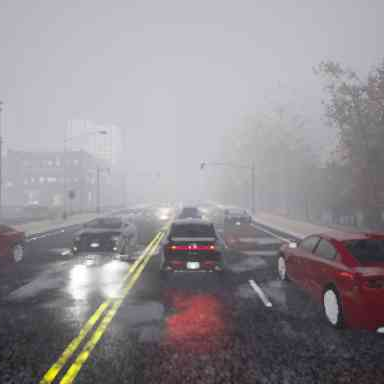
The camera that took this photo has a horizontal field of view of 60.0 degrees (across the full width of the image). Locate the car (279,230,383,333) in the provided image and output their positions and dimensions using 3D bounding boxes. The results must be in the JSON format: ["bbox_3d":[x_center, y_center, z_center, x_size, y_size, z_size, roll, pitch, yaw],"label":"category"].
[{"bbox_3d":[3.291,1.556,7.100,1.882,1.535,5.008,0,-1,-1],"label":"car"}]

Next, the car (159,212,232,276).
[{"bbox_3d":[0.009,1.627,10.790,1.837,1.490,4.892,0,-1,0],"label":"car"}]

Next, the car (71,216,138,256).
[{"bbox_3d":[-3.464,1.723,13.813,1.994,1.385,4.181,0,-1,-1],"label":"car"}]

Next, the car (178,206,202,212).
[{"bbox_3d":[-0.156,1.825,26.563,1.812,1.442,4.674,0,-1,-1],"label":"car"}]

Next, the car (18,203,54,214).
[{"bbox_3d":[-20.370,2.334,44.713,4.313,1.339,1.947,-1,1,0],"label":"car"}]

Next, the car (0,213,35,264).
[{"bbox_3d":[-6.675,1.591,9.579,1.882,1.535,5.008,0,-1,-1],"label":"car"}]

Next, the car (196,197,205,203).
[{"bbox_3d":[2.378,2.237,91.595,2.097,1.767,4.553,0,-1,-1],"label":"car"}]

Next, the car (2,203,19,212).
[{"bbox_3d":[-28.785,2.431,53.143,4.403,1.369,2.008,-1,1,0],"label":"car"}]

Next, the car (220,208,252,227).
[{"bbox_3d":[3.130,1.878,24.826,1.895,1.301,4.718,0,-1,-1],"label":"car"}]

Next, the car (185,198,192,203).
[{"bbox_3d":[-0.872,2.409,91.592,1.812,1.442,4.674,0,-1,-1],"label":"car"}]
